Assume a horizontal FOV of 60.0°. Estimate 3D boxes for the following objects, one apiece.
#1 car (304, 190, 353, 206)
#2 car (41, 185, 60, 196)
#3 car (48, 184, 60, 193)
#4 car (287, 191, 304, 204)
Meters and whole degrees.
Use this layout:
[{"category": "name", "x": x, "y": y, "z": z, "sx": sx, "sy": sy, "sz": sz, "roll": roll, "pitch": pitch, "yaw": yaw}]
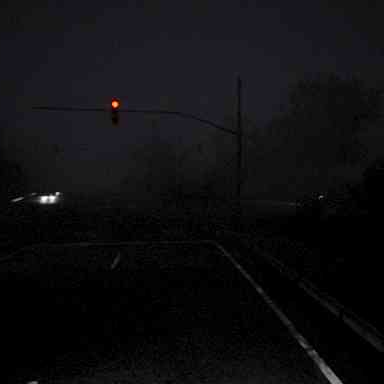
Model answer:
[{"category": "car", "x": 15.054, "y": 0.587, "z": 36.097, "sx": 4.553, "sy": 1.767, "sz": 2.097, "roll": 2, "pitch": 2, "yaw": -17}, {"category": "car", "x": -21.389, "y": -0.183, "z": 49.689, "sx": 2.128, "sy": 1.511, "sz": 4.902, "roll": -1, "pitch": 2, "yaw": -19}, {"category": "car", "x": -26.937, "y": -0.705, "z": 65.045, "sx": 2.128, "sy": 1.511, "sz": 4.902, "roll": -1, "pitch": 2, "yaw": -20}, {"category": "car", "x": 13.494, "y": 0.618, "z": 39.286, "sx": 4.674, "sy": 1.442, "sz": 1.812, "roll": 2, "pitch": 2, "yaw": -17}]
